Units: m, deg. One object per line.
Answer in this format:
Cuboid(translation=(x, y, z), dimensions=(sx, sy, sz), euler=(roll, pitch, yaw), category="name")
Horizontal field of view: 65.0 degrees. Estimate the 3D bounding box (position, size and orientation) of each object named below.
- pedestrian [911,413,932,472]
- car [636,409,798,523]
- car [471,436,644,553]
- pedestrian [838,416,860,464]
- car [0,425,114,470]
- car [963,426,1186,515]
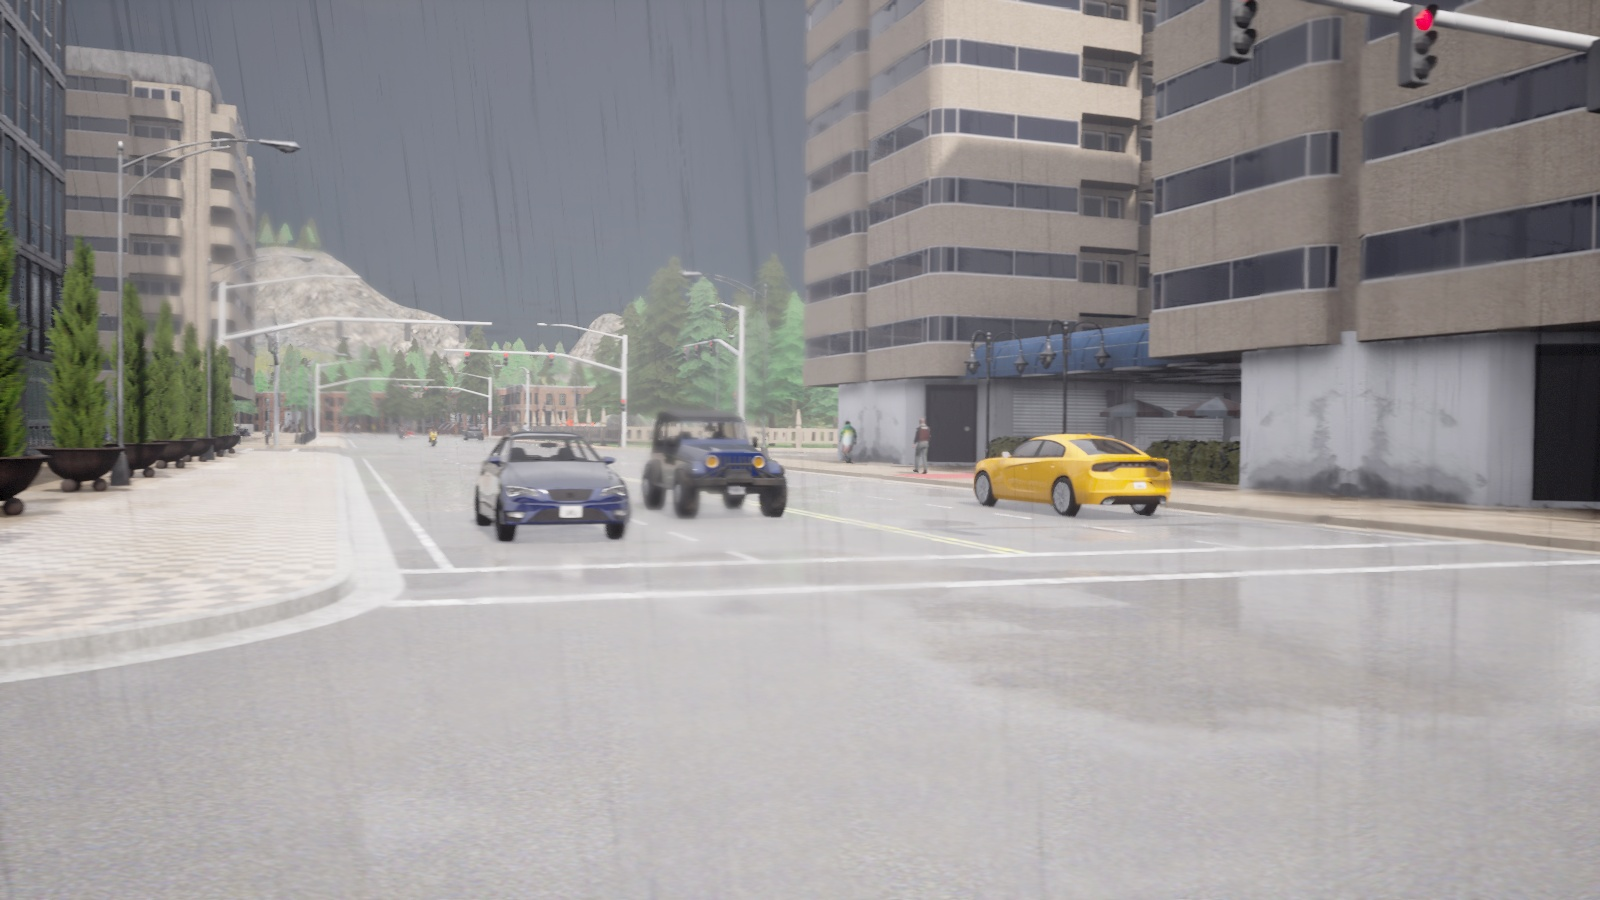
Cuboid(translation=(3.884, -0.247, 40.112), dimensions=(0.376, 1.854, 0.720), euler=(-1, 1, -20), category="pedestrian")
Cuboid(translation=(-1.607, 0.238, 22.923), dimensions=(1.905, 1.878, 3.866), euler=(-1, 1, -20), category="car")
Cuboid(translation=(-3.659, 0.552, 18.381), dimensions=(1.816, 1.474, 4.193), euler=(-1, 1, -20), category="car")
Cuboid(translation=(2.024, -0.410, 51.904), dimensions=(0.659, 1.952, 0.873), euler=(-1, 1, -18), category="pedestrian")
Cuboid(translation=(-36.337, -0.128, 60.385), dimensions=(5.566, 2.045, 2.150), euler=(-1, 1, -20), category="car")
Cuboid(translation=(5.208, 0.318, 24.642), dimensions=(1.882, 1.535, 5.008), euler=(-1, 1, -20), category="car")
